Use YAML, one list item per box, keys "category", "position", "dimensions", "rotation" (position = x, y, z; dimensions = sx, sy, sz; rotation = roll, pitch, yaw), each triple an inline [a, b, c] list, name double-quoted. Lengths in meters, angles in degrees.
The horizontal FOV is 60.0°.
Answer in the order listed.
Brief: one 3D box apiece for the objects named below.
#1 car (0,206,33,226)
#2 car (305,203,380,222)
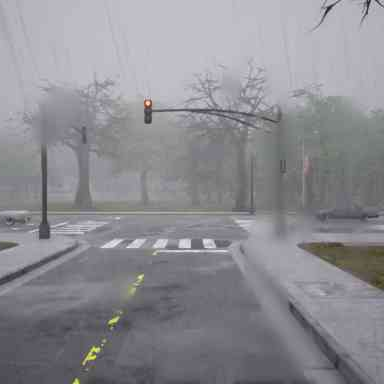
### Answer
- category: "car"
  position: [-13.643, 1.589, 22.932]
  dimensions: [4.718, 1.301, 1.895]
  rotation: [0, 0, 0]
- category: "car"
  position: [11.836, 1.563, 26.363]
  dimensions: [5.357, 1.411, 2.033]
  rotation: [0, 0, 0]
